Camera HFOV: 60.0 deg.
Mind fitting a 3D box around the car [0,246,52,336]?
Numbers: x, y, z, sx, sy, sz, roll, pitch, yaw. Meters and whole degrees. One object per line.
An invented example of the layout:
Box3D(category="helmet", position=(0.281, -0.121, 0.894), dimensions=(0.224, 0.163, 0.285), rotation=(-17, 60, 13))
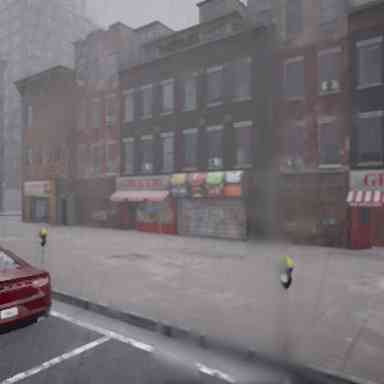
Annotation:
Box3D(category="car", position=(-4.339, 1.537, 5.913), dimensions=(4.507, 1.381, 1.887), rotation=(0, 0, 36))
